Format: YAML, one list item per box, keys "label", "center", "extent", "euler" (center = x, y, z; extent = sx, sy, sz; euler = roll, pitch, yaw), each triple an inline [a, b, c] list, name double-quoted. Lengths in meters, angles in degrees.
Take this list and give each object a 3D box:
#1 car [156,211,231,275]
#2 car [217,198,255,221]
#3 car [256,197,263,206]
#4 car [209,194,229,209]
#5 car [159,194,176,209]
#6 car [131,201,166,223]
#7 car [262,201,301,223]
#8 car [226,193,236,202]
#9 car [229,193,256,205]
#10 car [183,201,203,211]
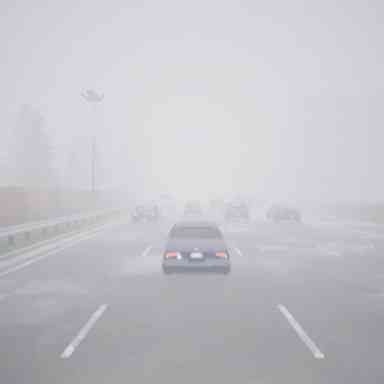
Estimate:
- label: "car"
  center: [0.110, 1.570, 10.466]
  extent: [2.033, 1.411, 5.357]
  euler: [0, 0, 0]
- label: "car"
  center: [3.610, 1.550, 28.088]
  extent: [2.128, 1.511, 4.902]
  euler: [0, 0, 0]
- label: "car"
  center: [10.394, 1.605, 53.996]
  extent: [2.128, 1.511, 4.902]
  euler: [0, 0, 0]
- label: "car"
  center: [3.522, 1.450, 46.833]
  extent: [2.097, 1.767, 4.553]
  euler: [0, 0, 0]
- label: "car"
  center: [-3.477, 1.322, 47.866]
  extent: [2.150, 2.045, 5.566]
  euler: [0, 0, 0]
- label: "car"
  center: [-3.382, 1.655, 25.764]
  extent: [1.895, 1.301, 4.718]
  euler: [0, 0, 0]
- label: "car"
  center: [7.115, 1.581, 26.097]
  extent: [1.812, 1.442, 4.674]
  euler: [0, 0, 0]
- label: "car"
  center: [10.229, 1.409, 87.674]
  extent: [2.150, 2.045, 5.566]
  euler: [0, 0, 0]
- label: "car"
  center: [7.027, 1.320, 46.872]
  extent: [2.150, 2.045, 5.566]
  euler: [0, 0, -1]
- label: "car"
  center: [0.090, 1.619, 33.716]
  extent: [2.033, 1.411, 5.357]
  euler: [0, 0, 0]
